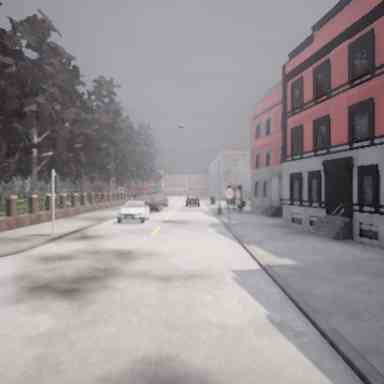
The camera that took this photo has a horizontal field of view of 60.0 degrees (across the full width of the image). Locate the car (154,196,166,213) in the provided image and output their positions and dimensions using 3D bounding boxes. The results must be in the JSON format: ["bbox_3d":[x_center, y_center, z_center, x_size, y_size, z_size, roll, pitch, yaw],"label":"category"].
[{"bbox_3d":[-4.097,1.381,34.030,1.895,1.301,4.718,0,0,0],"label":"car"}]

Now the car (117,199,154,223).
[{"bbox_3d":[-4.087,1.371,23.935,1.812,1.442,4.674,0,0,0],"label":"car"}]

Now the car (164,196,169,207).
[{"bbox_3d":[-4.070,1.261,44.362,2.033,1.411,5.357,0,0,0],"label":"car"}]

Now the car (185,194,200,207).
[{"bbox_3d":[0.098,1.186,45.064,1.882,1.535,5.008,0,0,0],"label":"car"}]

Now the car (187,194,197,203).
[{"bbox_3d":[-0.001,1.149,58.404,1.812,1.442,4.674,0,0,0],"label":"car"}]
